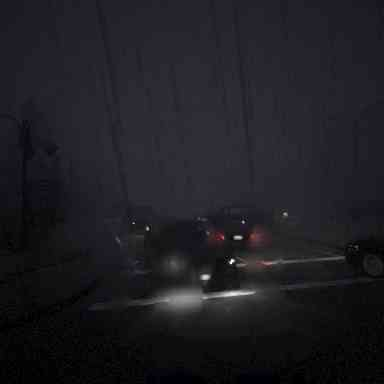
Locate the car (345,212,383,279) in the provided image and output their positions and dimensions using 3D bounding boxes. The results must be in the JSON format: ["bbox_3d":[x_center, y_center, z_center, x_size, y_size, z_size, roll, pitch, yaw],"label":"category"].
[{"bbox_3d":[6.536,1.475,8.267,5.008,1.535,1.882,0,0,39],"label":"car"}]

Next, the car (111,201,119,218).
[{"bbox_3d":[-6.290,1.515,30.106,2.033,1.411,5.357,0,0,-17],"label":"car"}]

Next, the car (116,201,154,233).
[{"bbox_3d":[-3.116,1.529,19.958,2.033,1.411,5.357,0,0,-17],"label":"car"}]

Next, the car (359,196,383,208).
[{"bbox_3d":[23.857,1.273,43.239,1.845,1.501,3.633,0,0,-17],"label":"car"}]

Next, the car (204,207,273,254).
[{"bbox_3d":[1.347,1.538,13.410,2.033,1.411,5.357,0,0,-4],"label":"car"}]

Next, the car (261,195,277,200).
[{"bbox_3d":[10.294,1.277,47.147,2.152,1.636,5.027,0,0,-17],"label":"car"}]

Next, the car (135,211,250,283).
[{"bbox_3d":[-0.369,1.543,10.128,2.033,1.411,5.357,0,0,-15],"label":"car"}]

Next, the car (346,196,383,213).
[{"bbox_3d":[15.568,1.356,29.241,1.970,1.475,3.806,0,0,-17],"label":"car"}]

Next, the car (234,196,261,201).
[{"bbox_3d":[7.307,1.287,46.187,2.007,1.523,4.514,0,0,-17],"label":"car"}]

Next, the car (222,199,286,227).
[{"bbox_3d":[2.835,1.466,19.917,5.357,1.411,2.033,-3,1,-15],"label":"car"}]
